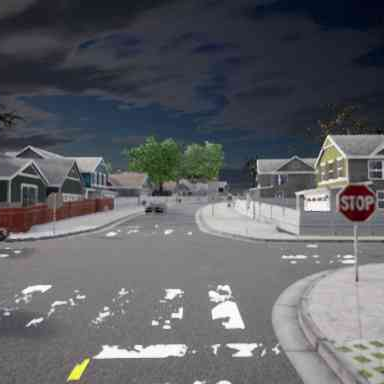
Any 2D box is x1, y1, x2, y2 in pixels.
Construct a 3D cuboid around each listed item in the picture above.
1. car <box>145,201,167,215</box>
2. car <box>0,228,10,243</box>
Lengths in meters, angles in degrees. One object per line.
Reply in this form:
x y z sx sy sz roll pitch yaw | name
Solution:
-3.724 1.655 34.874 1.895 1.301 4.718 0 0 2 | car
-9.714 1.637 12.593 4.718 1.301 1.895 0 -2 -3 | car
